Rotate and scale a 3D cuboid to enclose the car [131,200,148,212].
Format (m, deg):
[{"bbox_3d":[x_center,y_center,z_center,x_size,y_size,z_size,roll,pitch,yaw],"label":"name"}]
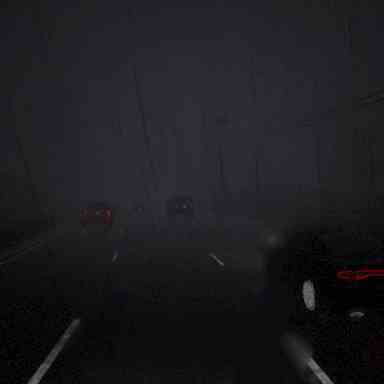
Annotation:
[{"bbox_3d":[-6.761,1.860,42.854,1.895,1.301,4.718,0,0,-11],"label":"car"}]

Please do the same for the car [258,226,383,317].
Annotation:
[{"bbox_3d":[2.985,1.523,7.701,1.882,1.535,5.008,0,0,-5],"label":"car"}]

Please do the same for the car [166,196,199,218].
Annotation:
[{"bbox_3d":[-1.197,1.418,32.505,2.150,2.045,5.566,0,0,-11],"label":"car"}]

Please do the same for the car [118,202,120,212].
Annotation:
[{"bbox_3d":[-10.310,1.737,42.768,1.882,1.535,5.008,0,0,-11],"label":"car"}]

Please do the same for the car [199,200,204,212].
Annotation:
[{"bbox_3d":[0.289,1.750,43.244,2.128,1.511,4.902,0,0,-11],"label":"car"}]

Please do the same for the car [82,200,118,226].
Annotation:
[{"bbox_3d":[-6.844,1.503,24.719,2.097,1.767,4.553,0,0,-11],"label":"car"}]

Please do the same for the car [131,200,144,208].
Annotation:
[{"bbox_3d":[-8.973,1.929,54.298,1.895,1.301,4.718,0,0,-11],"label":"car"}]
